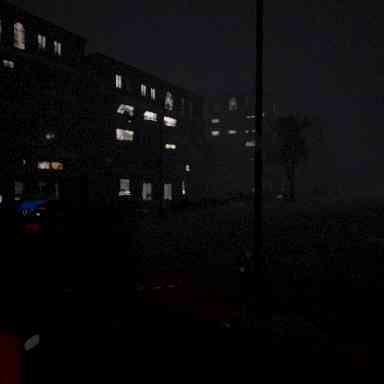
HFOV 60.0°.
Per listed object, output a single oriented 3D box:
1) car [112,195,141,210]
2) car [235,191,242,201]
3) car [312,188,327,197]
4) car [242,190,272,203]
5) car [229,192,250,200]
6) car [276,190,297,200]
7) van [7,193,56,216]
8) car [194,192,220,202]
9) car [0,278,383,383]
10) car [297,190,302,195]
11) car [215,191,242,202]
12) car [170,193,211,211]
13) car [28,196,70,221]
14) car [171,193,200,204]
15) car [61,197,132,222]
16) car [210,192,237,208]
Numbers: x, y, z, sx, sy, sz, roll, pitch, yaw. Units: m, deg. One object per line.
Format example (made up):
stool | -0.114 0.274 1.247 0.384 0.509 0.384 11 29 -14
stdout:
car | -7.266 1.079 33.155 2.128 1.511 4.902 1 1 35
car | 7.704 0.627 49.132 2.097 1.767 4.553 1 1 35
car | 29.020 0.000 75.633 2.150 2.045 5.566 1 1 35
car | 9.195 0.868 46.639 2.008 1.369 4.403 2 2 35
car | 8.685 0.637 60.568 1.947 1.339 4.313 2 2 35
car | 15.659 0.667 55.917 1.752 1.417 4.829 2 2 35
van | -13.593 1.023 28.575 1.690 1.788 3.998 2 2 35
car | 2.319 0.795 51.428 2.008 1.369 4.403 2 2 35
car | -0.374 1.544 3.138 4.507 1.381 1.887 0 0 36
car | 27.783 0.102 87.985 1.887 1.381 4.507 2 2 35
car | 5.763 0.710 51.739 1.882 1.535 5.008 1 1 35
car | -0.354 1.123 32.929 1.887 1.381 4.507 2 2 35
car | -9.180 1.244 24.854 1.837 1.490 4.892 0 1 35
car | -0.864 0.897 46.859 1.947 1.339 4.313 2 2 35
car | -6.719 1.320 23.791 1.947 1.339 4.313 2 2 35
car | 2.829 1.042 37.499 2.008 1.369 4.403 2 2 35
